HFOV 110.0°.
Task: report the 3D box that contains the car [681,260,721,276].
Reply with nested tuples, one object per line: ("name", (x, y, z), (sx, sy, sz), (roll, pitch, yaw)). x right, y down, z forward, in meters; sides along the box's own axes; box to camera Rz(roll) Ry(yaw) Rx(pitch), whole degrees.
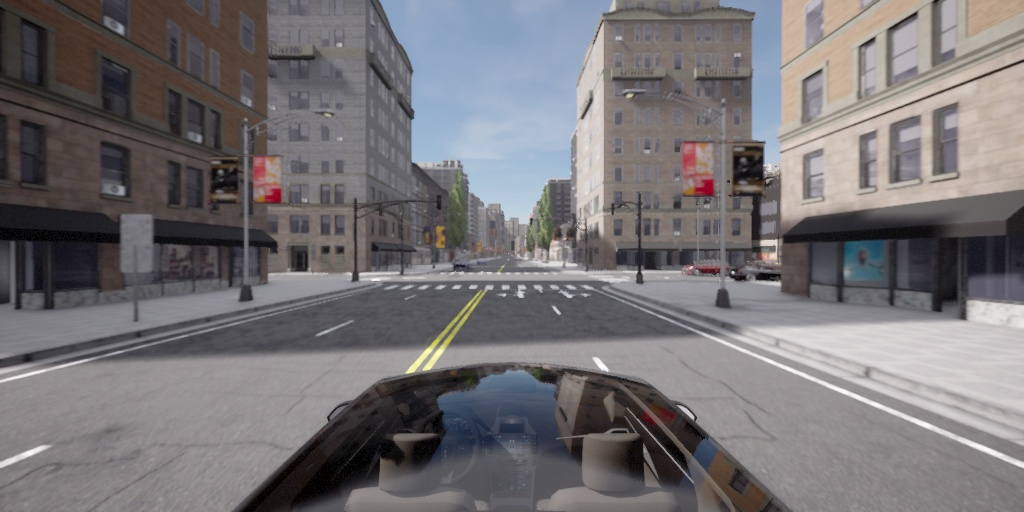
("car", (18.914, 1.131, 35.261), (4.097, 1.591, 1.967), (0, 0, 0))

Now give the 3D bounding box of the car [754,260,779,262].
("car", (24.424, 1.130, 35.233), (4.097, 1.591, 1.967), (0, 0, 0))

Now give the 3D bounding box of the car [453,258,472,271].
("car", (-6.504, 1.009, 47.308), (2.097, 1.767, 4.553), (0, 0, 0))

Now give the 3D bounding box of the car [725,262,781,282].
("car", (18.873, 1.300, 27.236), (4.313, 1.339, 1.948), (0, 0, 0))
